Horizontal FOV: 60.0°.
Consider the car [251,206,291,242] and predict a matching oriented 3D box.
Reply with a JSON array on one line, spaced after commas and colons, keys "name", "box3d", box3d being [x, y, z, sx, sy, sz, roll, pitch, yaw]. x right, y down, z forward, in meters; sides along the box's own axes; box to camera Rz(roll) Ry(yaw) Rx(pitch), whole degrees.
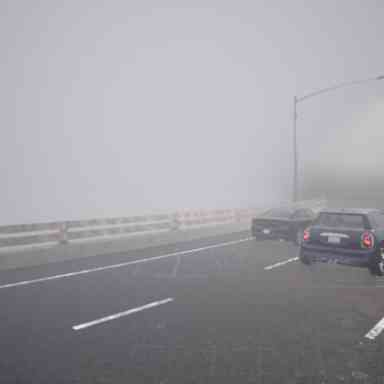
[{"name": "car", "box3d": [4.529, 1.379, 14.922, 1.882, 1.535, 5.008, 0, 1, 41]}]

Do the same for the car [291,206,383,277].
[{"name": "car", "box3d": [5.194, 1.272, 10.392, 2.097, 1.767, 4.553, 0, 0, 42]}]
